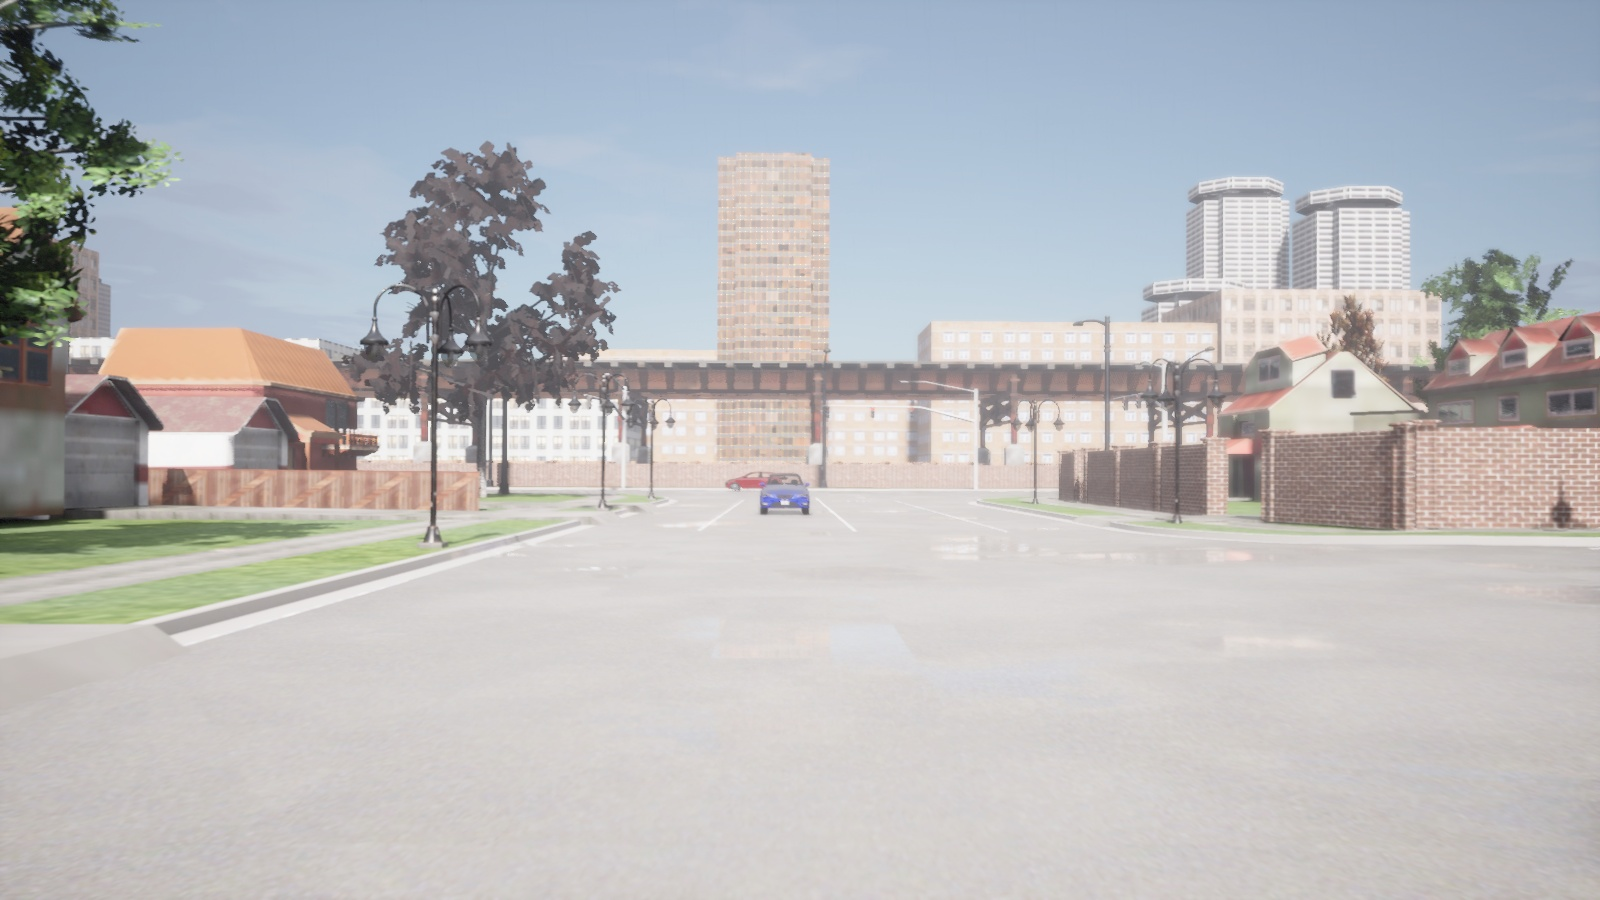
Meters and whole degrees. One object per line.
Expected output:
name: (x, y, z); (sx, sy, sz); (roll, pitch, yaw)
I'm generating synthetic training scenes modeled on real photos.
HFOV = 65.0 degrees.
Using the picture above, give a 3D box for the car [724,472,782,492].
car: (-3.479, 2.364, 92.889); (4.193, 1.474, 1.816); (0, -1, 0)

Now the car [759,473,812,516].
car: (-0.515, 1.573, 45.342); (1.816, 1.474, 4.193); (0, -1, -1)
